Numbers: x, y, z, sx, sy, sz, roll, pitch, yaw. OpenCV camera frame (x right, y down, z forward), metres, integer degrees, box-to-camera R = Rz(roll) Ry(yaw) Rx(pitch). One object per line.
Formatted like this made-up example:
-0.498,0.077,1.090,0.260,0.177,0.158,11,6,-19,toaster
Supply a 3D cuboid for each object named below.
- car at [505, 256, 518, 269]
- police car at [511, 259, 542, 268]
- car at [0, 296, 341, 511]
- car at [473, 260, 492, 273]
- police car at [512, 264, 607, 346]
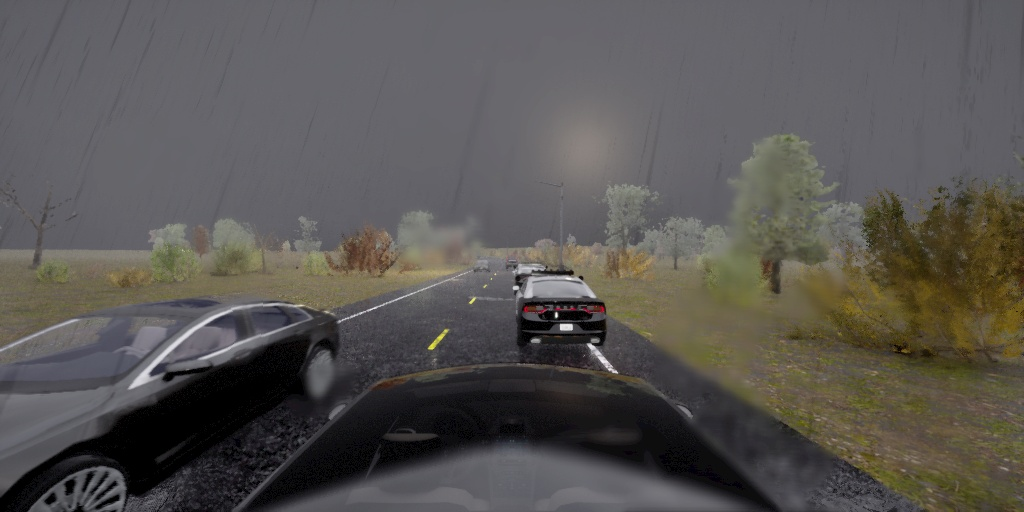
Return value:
0.056,1.166,52.581,1.837,1.490,4.892,0,0,0,car
1.049,1.159,19.514,1.930,1.638,5.238,0,0,0,police car
-3.600,1.241,3.685,2.128,1.511,4.902,0,0,0,car
-3.506,1.191,42.924,1.837,1.490,4.892,0,0,0,car
1.050,1.170,9.512,1.930,1.638,5.238,0,0,0,police car
